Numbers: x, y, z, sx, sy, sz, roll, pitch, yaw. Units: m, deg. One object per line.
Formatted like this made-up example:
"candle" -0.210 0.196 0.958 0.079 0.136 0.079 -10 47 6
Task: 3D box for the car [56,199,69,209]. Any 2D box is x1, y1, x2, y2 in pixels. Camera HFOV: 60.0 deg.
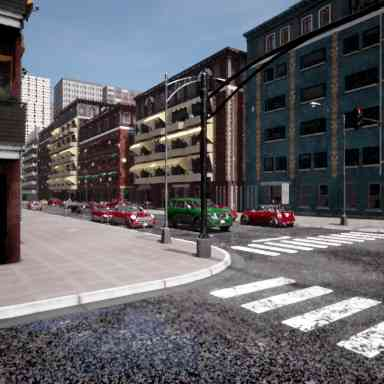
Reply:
"car" -22.348 2.347 59.512 1.895 1.301 4.718 0 -1 -35

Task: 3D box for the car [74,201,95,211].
"car" -16.654 2.150 51.338 1.812 1.442 4.674 0 -1 -35

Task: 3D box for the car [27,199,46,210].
"car" -26.493 2.171 55.975 1.967 1.590 4.097 -1 0 -35

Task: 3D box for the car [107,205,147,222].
"car" -6.186 1.943 31.148 1.895 1.301 4.718 0 -1 -35

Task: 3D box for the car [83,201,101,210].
"car" -16.865 2.258 55.941 1.802 1.307 4.206 -1 0 -35

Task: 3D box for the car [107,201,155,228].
"car" -4.299 1.694 24.099 1.967 1.590 4.097 -1 0 -35

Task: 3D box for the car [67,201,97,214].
"car" -13.986 2.074 42.388 1.994 1.385 4.181 0 -1 -35

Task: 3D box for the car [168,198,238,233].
"car" 0.294 1.424 21.874 2.150 2.045 5.566 0 -1 -33

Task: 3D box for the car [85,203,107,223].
"car" -7.468 1.904 28.653 1.802 1.307 4.206 -1 0 -35

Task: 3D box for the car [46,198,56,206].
"car" -32.722 2.328 78.710 2.192 1.841 5.009 -1 0 -35

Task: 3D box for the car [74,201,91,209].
"car" -20.036 2.326 60.495 1.802 1.307 4.206 -1 0 -35

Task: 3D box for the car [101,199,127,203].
"car" -10.528 1.855 46.835 2.192 1.841 5.009 -1 0 -35

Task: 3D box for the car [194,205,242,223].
"car" 2.161 1.849 28.623 1.802 1.307 4.206 -1 0 -35

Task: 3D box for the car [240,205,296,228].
"car" 5.333 1.639 24.072 1.967 1.590 4.097 -1 0 -35

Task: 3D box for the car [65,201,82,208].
"car" -23.206 2.377 65.048 1.947 1.339 4.313 -1 0 -35
